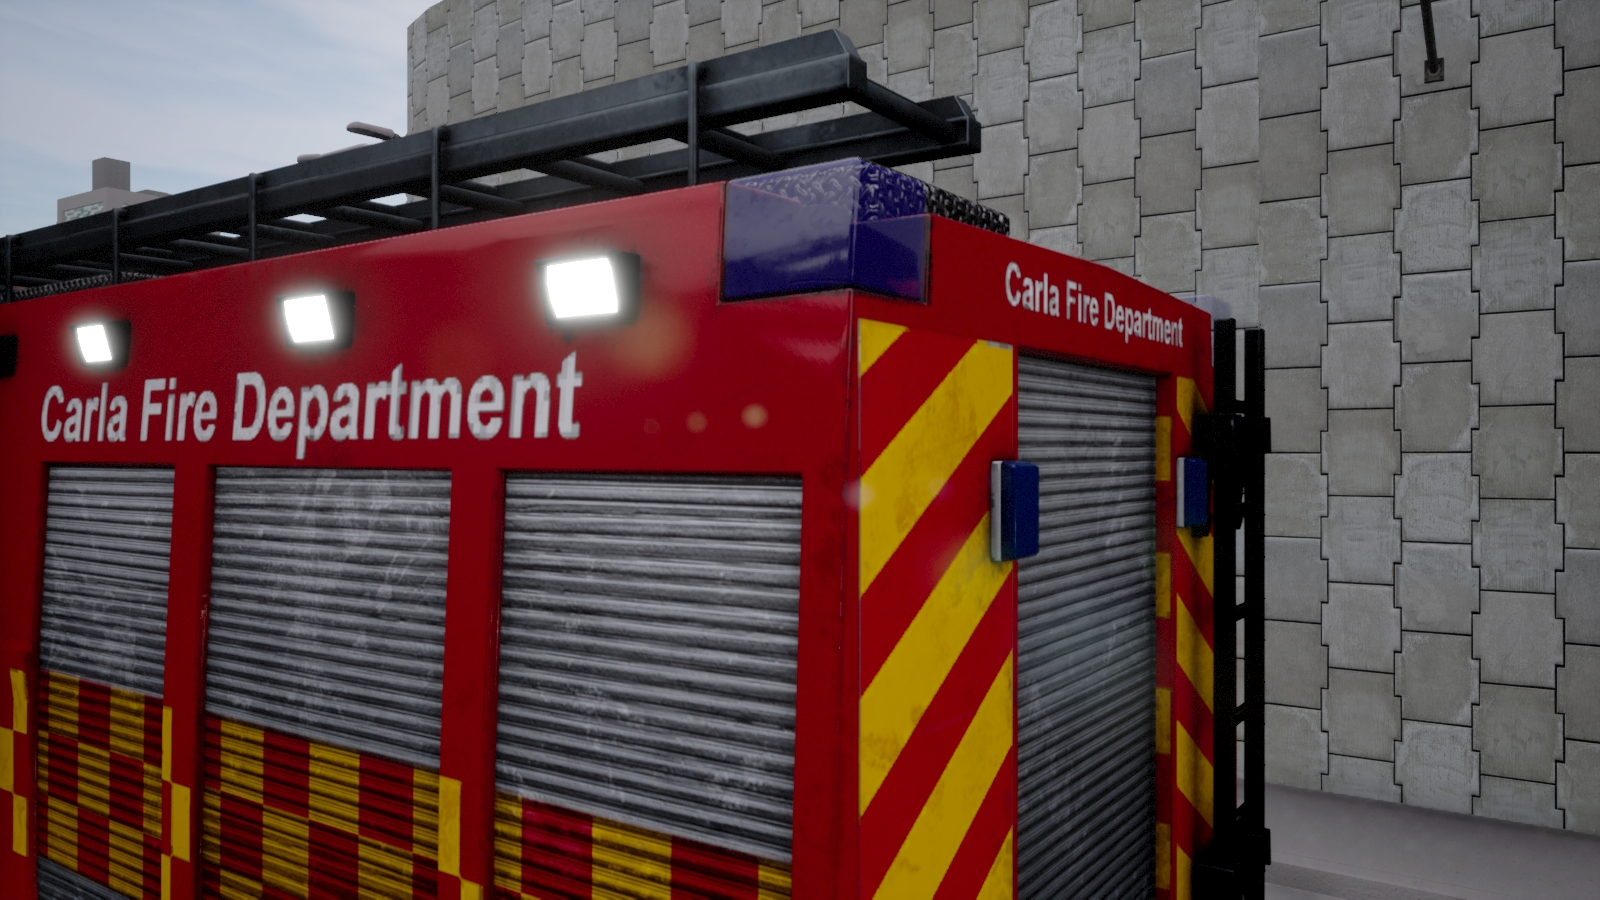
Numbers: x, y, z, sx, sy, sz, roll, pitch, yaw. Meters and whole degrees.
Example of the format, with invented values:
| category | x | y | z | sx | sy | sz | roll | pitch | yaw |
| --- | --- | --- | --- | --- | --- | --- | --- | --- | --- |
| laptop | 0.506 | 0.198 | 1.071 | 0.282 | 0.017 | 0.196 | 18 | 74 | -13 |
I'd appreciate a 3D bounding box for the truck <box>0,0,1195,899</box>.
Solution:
| category | x | y | z | sx | sy | sz | roll | pitch | yaw |
| --- | --- | --- | --- | --- | --- | --- | --- | --- | --- |
| truck | -2.840 | 0.888 | 5.467 | 8.468 | 3.827 | 2.891 | 0 | 0 | 35 |
